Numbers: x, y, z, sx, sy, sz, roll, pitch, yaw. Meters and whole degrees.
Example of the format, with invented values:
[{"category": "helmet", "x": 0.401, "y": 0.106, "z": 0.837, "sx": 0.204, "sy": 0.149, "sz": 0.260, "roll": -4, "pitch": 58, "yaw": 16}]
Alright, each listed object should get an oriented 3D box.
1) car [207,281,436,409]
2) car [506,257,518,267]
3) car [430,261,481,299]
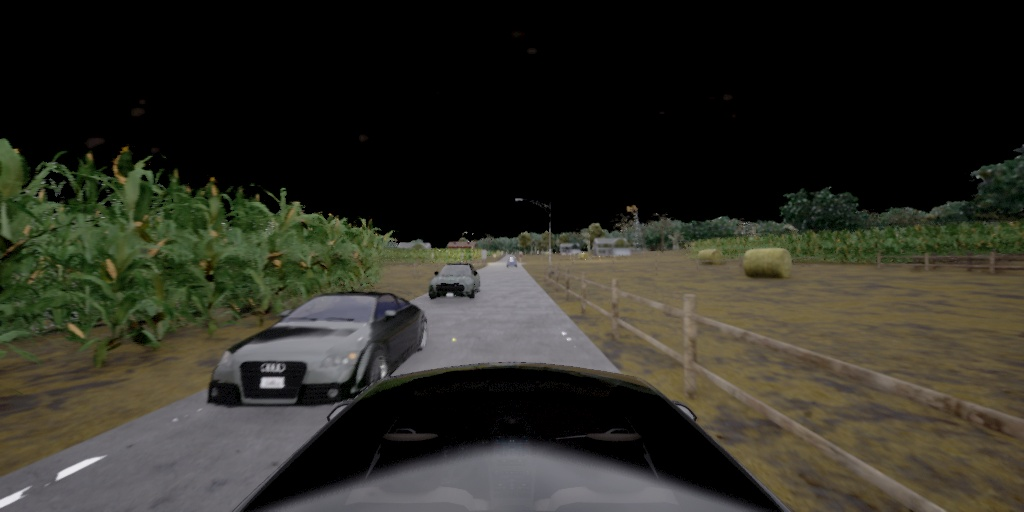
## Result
[{"category": "car", "x": -2.837, "y": 1.330, "z": 6.268, "sx": 1.994, "sy": 1.385, "sz": 4.181, "roll": 0, "pitch": 0, "yaw": 1}, {"category": "car", "x": -0.013, "y": 1.198, "z": 60.711, "sx": 2.033, "sy": 1.411, "sz": 5.357, "roll": 0, "pitch": 0, "yaw": 0}, {"category": "car", "x": -2.754, "y": 1.143, "z": 18.164, "sx": 2.097, "sy": 1.767, "sz": 4.553, "roll": 0, "pitch": 0, "yaw": 0}]
